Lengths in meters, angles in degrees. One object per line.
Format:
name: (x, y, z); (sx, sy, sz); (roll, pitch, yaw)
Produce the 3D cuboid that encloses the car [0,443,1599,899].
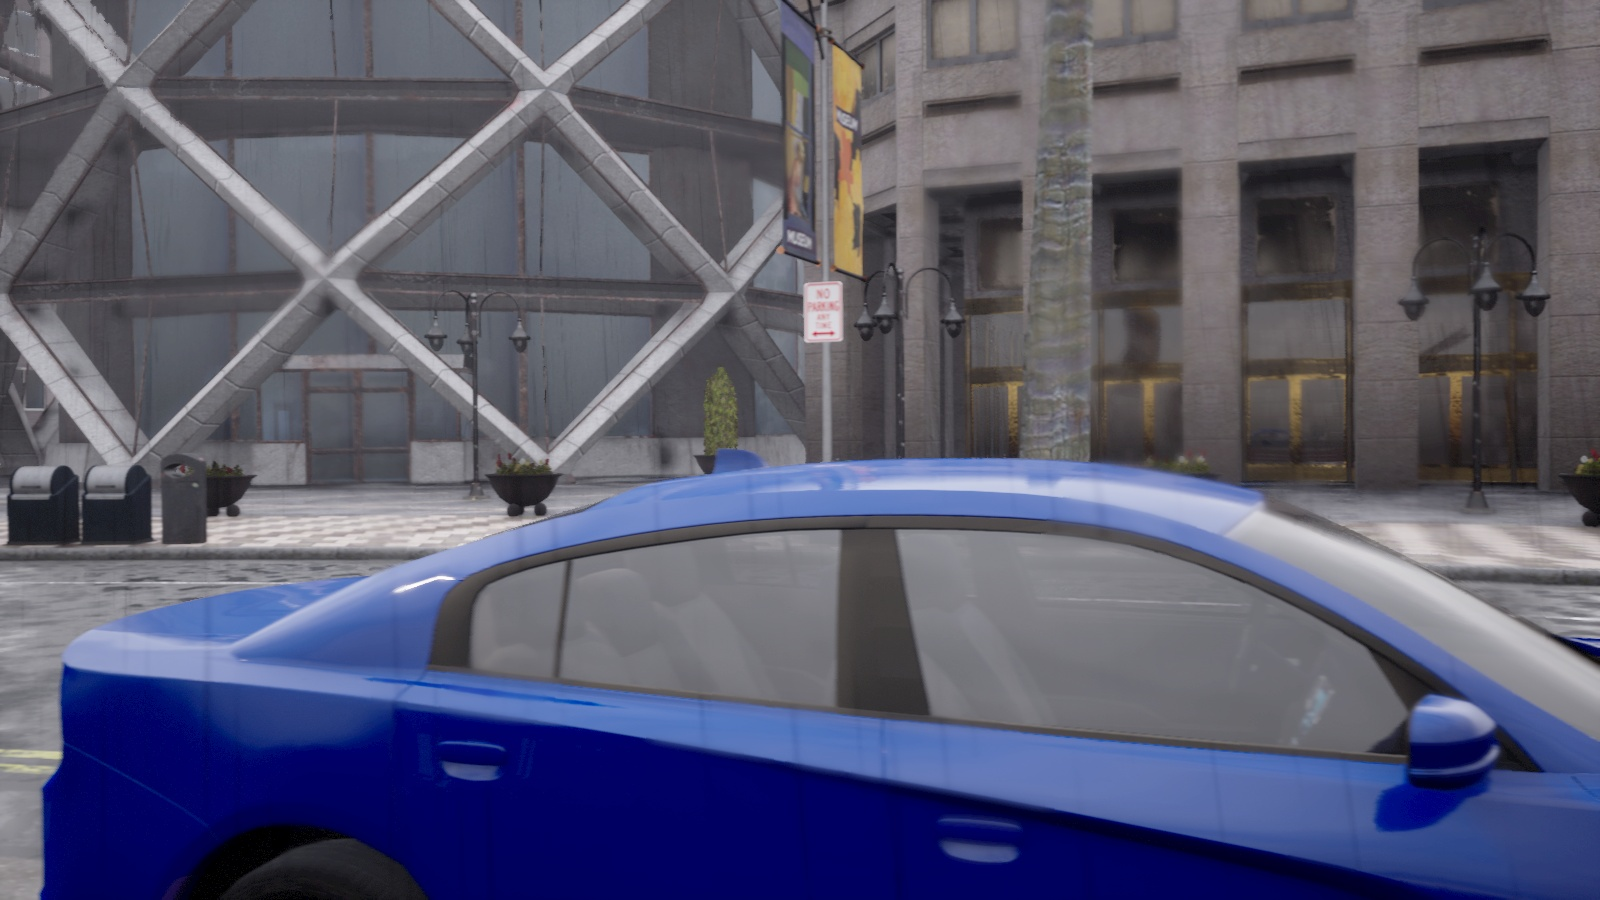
car: (0.603, 0.765, 3.031); (5.008, 1.535, 1.882); (0, 1, 18)
